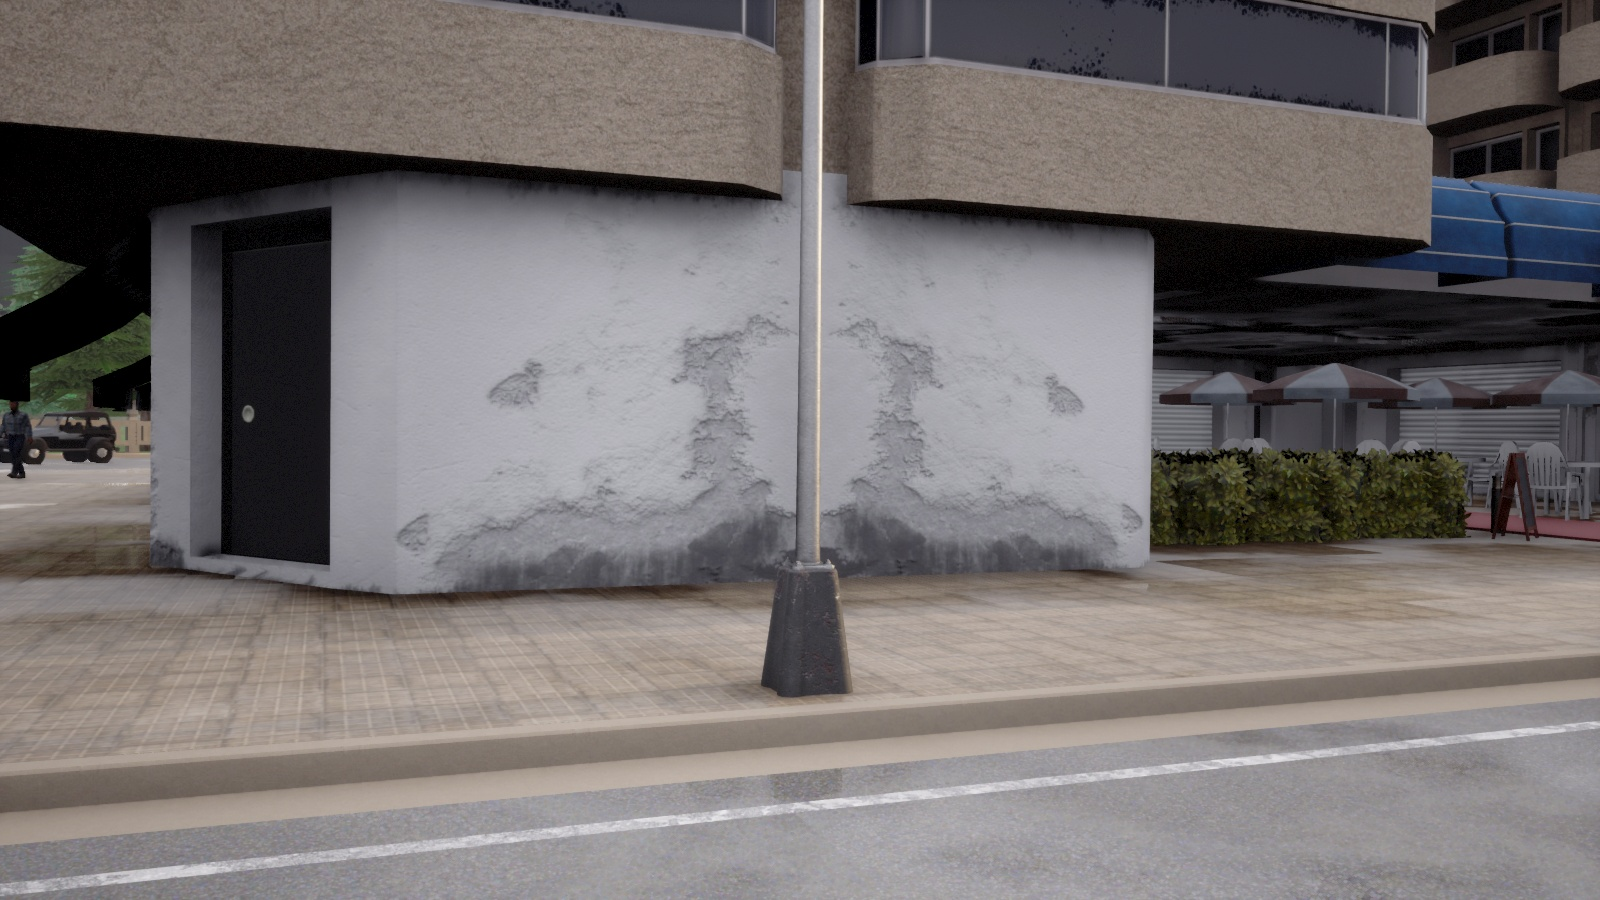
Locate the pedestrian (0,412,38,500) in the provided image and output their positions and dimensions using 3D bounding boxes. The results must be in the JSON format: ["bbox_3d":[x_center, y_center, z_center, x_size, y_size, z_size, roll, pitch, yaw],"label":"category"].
[{"bbox_3d":[-17.690,0.126,28.351,0.423,1.949,0.788,-1,1,2],"label":"pedestrian"}]

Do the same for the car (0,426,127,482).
[{"bbox_3d":[-26.058,0.103,44.059,1.905,1.878,3.866,0,1,32],"label":"car"}]
